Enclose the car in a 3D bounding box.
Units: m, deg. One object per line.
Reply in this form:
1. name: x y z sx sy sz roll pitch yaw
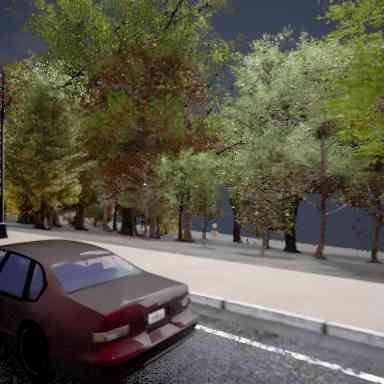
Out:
1. car: -2.474 1.518 5.432 5.357 1.411 2.033 0 0 35
